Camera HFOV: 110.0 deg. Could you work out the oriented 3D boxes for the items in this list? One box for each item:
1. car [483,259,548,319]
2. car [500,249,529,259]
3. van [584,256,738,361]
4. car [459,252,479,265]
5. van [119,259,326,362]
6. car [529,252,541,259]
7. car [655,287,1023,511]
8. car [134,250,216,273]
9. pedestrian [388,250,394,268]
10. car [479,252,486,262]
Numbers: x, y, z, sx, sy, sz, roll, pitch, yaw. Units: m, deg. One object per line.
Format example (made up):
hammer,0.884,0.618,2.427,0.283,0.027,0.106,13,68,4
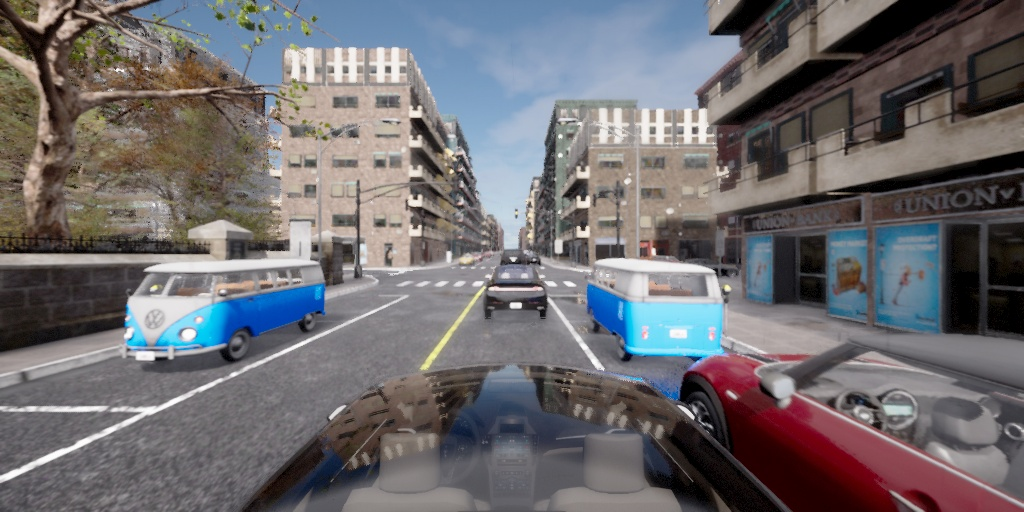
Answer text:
car,0.106,1.041,11.856,2.128,1.511,4.902,0,1,0
car,0.117,0.386,31.308,2.150,2.045,5.566,0,1,0
van,2.662,0.974,7.623,1.690,1.789,3.998,0,0,0
car,-5.664,0.409,45.396,1.751,1.417,4.829,0,0,0
van,-5.653,0.974,7.629,1.690,1.789,3.998,0,0,0
car,2.717,0.450,45.562,1.948,1.339,4.313,0,0,0
car,2.661,1.182,2.100,1.967,1.591,4.097,0,0,0
car,-26.632,0.409,28.433,4.553,1.767,2.097,0,0,1
pedestrian,-12.519,0.260,36.994,0.375,1.860,0.375,0,0,1
car,-5.658,0.102,56.850,1.967,1.591,4.097,0,0,0
